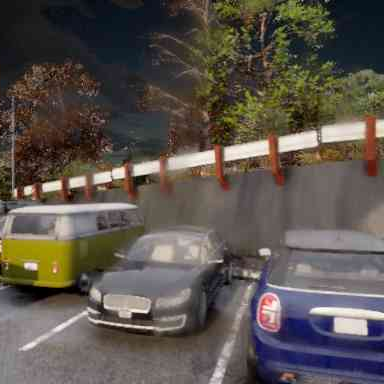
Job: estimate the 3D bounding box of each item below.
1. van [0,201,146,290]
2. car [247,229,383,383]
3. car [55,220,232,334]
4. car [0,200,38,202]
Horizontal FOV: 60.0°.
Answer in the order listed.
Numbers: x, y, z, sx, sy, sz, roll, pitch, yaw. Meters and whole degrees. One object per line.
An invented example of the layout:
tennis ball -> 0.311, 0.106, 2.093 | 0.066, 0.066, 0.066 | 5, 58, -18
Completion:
van -> -2.744, 1.306, 8.967 | 1.878, 1.987, 4.442 | 0, -1, 15
car -> 2.127, 1.368, 5.312 | 2.185, 1.767, 4.553 | 0, -1, 16
car -> -0.306, 1.514, 7.101 | 2.231, 1.521, 4.892 | 0, -1, 15
car -> -7.688, 1.314, 12.336 | 2.435, 2.045, 5.566 | 0, -1, 15
